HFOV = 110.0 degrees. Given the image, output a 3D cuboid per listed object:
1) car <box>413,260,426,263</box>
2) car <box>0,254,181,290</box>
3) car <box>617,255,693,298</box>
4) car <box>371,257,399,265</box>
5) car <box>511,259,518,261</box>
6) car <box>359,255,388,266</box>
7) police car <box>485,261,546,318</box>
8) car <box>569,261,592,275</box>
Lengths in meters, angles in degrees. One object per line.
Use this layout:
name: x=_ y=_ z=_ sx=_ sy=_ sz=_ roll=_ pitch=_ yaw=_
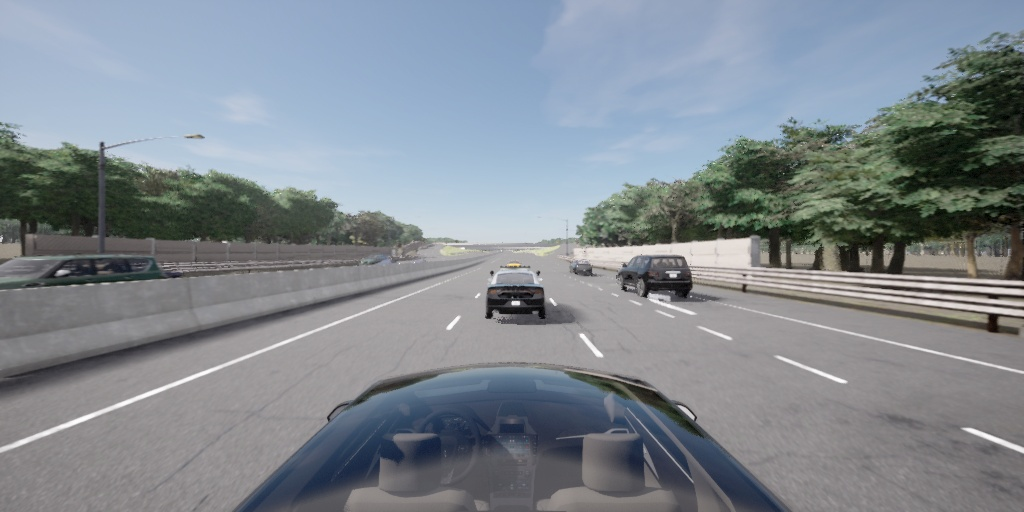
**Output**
car: x=-13.775 y=1.240 z=53.170 sx=2.033 sy=1.411 sz=5.357 roll=0 pitch=0 yaw=1
car: x=-14.088 y=0.966 z=11.200 sx=2.150 sy=2.045 sz=5.566 roll=0 pitch=0 yaw=0
car: x=7.145 y=0.964 z=18.495 sx=2.150 sy=2.045 sz=5.566 roll=0 pitch=0 yaw=1
car: x=-17.318 y=1.256 z=50.135 sx=2.033 sy=1.411 sz=5.357 roll=0 pitch=0 yaw=1
car: x=0.298 y=1.182 z=44.828 sx=1.801 sy=1.575 sz=5.366 roll=0 pitch=0 yaw=0
car: x=-20.768 y=0.908 z=53.697 sx=2.150 sy=2.045 sz=5.566 roll=0 pitch=1 yaw=1
police car: x=0.117 y=1.170 z=13.043 sx=1.930 sy=1.638 sz=5.238 roll=0 pitch=0 yaw=0
car: x=7.243 y=1.223 z=38.094 sx=2.128 sy=1.511 sz=4.902 roll=0 pitch=0 yaw=0
